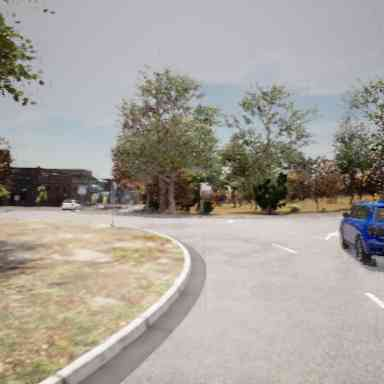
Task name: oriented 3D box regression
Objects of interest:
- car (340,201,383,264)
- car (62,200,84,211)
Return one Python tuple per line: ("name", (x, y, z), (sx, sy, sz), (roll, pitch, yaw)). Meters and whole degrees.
("car", (6.942, 1.352, 12.153), (2.150, 2.045, 5.566), (0, 0, 15))
("car", (-20.243, 2.443, 56.665), (2.150, 2.045, 5.566), (1, -4, 0))
